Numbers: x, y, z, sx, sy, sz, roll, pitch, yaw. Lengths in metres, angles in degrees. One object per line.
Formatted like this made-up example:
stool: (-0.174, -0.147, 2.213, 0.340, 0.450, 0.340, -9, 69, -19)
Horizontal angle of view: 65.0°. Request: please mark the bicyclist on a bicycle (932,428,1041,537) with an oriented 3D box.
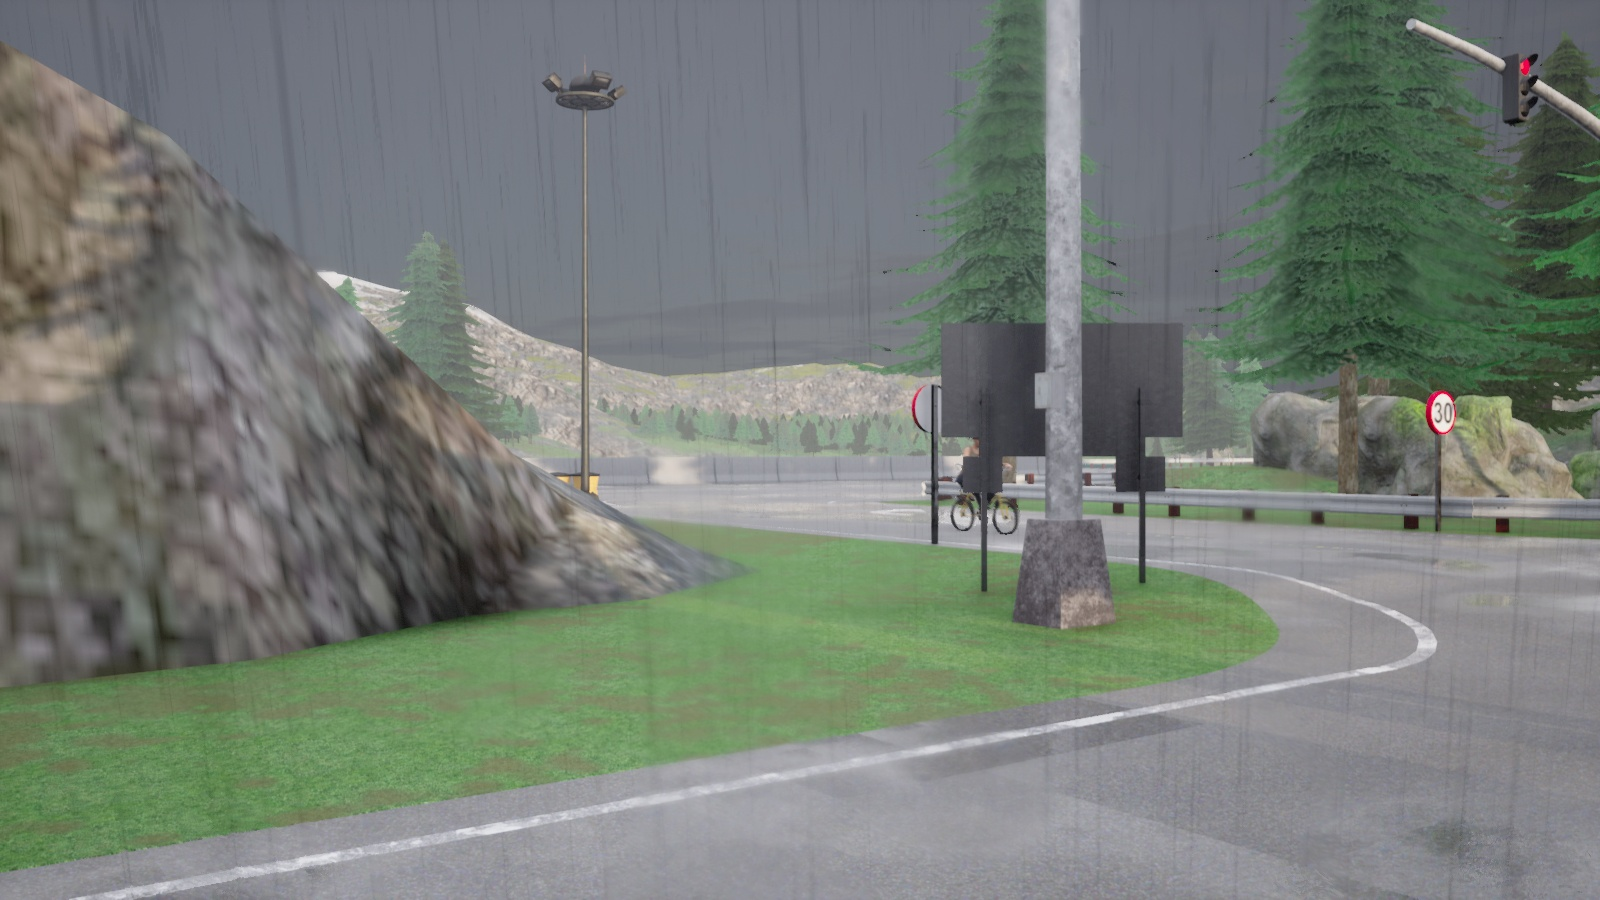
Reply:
bicyclist on a bicycle: (2.870, 0.480, 19.464, 0.866, 1.612, 1.509, 0, 0, -35)
